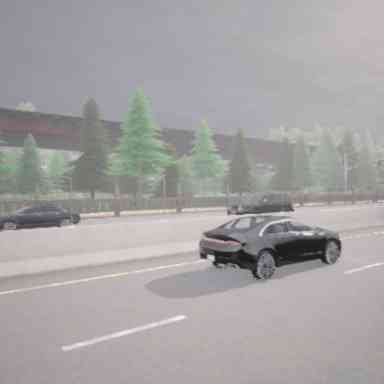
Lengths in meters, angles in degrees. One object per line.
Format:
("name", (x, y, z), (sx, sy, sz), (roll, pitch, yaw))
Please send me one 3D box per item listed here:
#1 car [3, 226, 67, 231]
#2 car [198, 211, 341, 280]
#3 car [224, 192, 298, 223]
("car", (-8.925, 1.452, 19.109), (4.892, 1.490, 1.837), (0, 0, -35))
("car", (2.446, 1.428, 9.780), (4.902, 1.511, 2.128), (0, 0, -35))
("car", (5.209, 1.068, 24.830), (5.566, 2.045, 2.150), (0, 0, -35))
